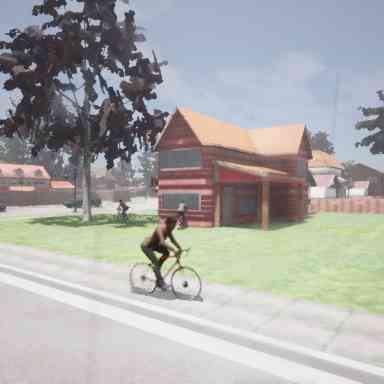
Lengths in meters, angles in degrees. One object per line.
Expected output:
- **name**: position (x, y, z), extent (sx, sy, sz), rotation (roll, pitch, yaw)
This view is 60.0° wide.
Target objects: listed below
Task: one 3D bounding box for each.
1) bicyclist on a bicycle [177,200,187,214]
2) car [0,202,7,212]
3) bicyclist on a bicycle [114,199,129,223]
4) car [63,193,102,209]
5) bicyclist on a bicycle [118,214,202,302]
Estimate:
- **bicyclist on a bicycle**: position (-0.568, 1.310, 19.084), extent (0.582, 1.620, 1.656), rotation (0, -1, 13)
- **car**: position (-22.545, 1.565, 36.258), extent (1.994, 1.385, 4.181), rotation (0, 0, 35)
- **bicyclist on a bicycle**: position (-4.606, 1.298, 22.071), extent (1.656, 1.620, 0.582), rotation (-1, 0, 33)
- **car**: position (-15.268, 1.223, 46.658), extent (2.150, 2.045, 5.566), rotation (0, 0, 35)
- **bicyclist on a bicycle**: position (-0.554, 1.307, 6.595), extent (1.656, 1.620, 0.582), rotation (0, 0, 25)
